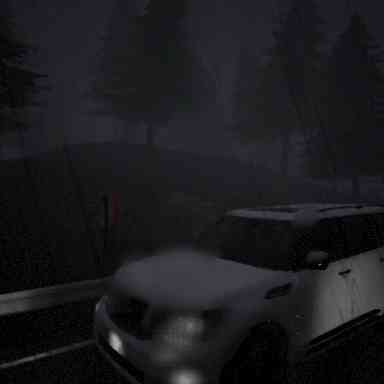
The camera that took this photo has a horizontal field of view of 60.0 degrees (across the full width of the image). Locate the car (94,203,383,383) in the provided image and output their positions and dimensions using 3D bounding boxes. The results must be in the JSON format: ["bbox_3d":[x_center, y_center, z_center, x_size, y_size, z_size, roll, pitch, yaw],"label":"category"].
[{"bbox_3d":[1.411,1.230,5.141,5.566,2.045,2.150,0,0,-37],"label":"car"}]
